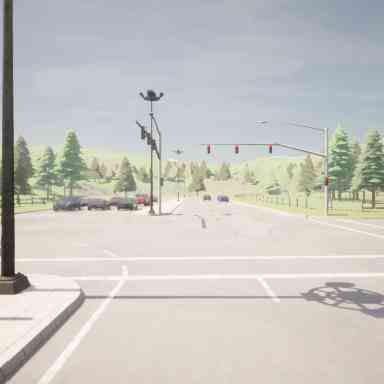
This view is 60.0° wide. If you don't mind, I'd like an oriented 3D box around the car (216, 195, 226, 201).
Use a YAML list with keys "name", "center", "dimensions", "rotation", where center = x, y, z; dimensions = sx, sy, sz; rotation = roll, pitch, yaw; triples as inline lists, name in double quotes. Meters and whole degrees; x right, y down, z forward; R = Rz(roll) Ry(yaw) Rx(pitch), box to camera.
- name: "car"
  center: [7.320, 1.525, 84.279]
  dimensions: [2.128, 1.511, 4.902]
  rotation: [0, 0, 2]

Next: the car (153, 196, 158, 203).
- name: "car"
  center: [-7.944, 1.547, 68.866]
  dimensions: [2.033, 1.411, 5.357]
  rotation: [0, 0, 0]

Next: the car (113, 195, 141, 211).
- name: "car"
  center: [-8.064, 1.477, 41.751]
  dimensions: [1.882, 1.535, 5.008]
  rotation: [0, 0, 0]

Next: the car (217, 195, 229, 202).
- name: "car"
  center: [7.095, 1.478, 73.875]
  dimensions: [1.882, 1.535, 5.008]
  rotation: [0, 0, 1]

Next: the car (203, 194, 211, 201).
- name: "car"
  center: [3.812, 1.355, 84.021]
  dimensions: [2.097, 1.767, 4.553]
  rotation: [0, 0, 2]

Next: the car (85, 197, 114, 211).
- name: "car"
  center: [-11.568, 1.564, 41.632]
  dimensions: [1.994, 1.385, 4.181]
  rotation: [0, 0, 0]

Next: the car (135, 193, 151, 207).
- name: "car"
  center: [-8.054, 1.222, 52.555]
  dimensions: [2.150, 2.045, 5.566]
  rotation: [0, 0, 0]

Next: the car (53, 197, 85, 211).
- name: "car"
  center: [-15.070, 1.352, 40.378]
  dimensions: [2.097, 1.767, 4.553]
  rotation: [0, 0, 0]

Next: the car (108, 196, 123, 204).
- name: "car"
  center: [-14.971, 1.563, 65.570]
  dimensions: [1.994, 1.385, 4.181]
  rotation: [0, 0, 1]

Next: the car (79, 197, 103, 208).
- name: "car"
  center: [-15.059, 1.547, 49.977]
  dimensions: [2.033, 1.411, 5.357]
  rotation: [0, 0, 0]

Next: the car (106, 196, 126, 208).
- name: "car"
  center: [-11.556, 1.478, 50.763]
  dimensions: [1.882, 1.535, 5.008]
  rotation: [0, 1, 0]
